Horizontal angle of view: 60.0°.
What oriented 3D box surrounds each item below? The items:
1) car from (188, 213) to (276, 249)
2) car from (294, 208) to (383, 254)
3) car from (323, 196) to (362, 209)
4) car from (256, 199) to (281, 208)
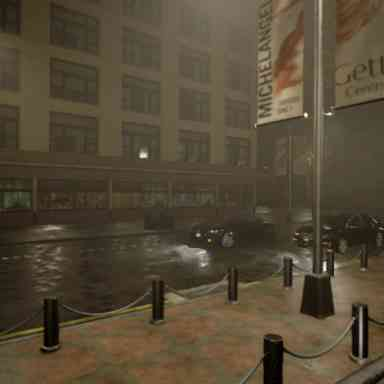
[{"bbox_3d":[1.889,1.652,15.199,4.181,1.385,1.994,1,0,-36],"label":"car"},{"bbox_3d":[6.333,1.620,14.082,4.892,1.490,1.837,1,-1,-36],"label":"car"},{"bbox_3d":[19.365,1.567,43.818,2.150,2.045,5.566,1,-1,-40],"label":"car"},{"bbox_3d":[12.063,1.842,53.671,2.128,1.511,4.902,1,0,-36],"label":"car"}]
